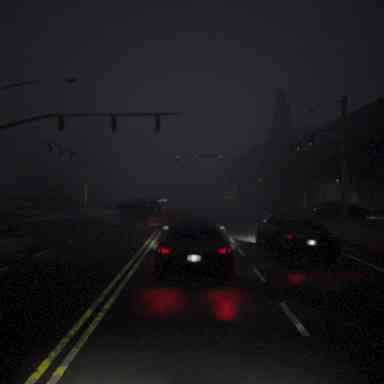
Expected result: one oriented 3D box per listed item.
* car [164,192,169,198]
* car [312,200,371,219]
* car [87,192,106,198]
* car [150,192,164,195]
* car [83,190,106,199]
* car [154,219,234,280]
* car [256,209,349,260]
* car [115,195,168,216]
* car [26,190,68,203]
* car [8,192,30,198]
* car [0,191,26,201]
[{"bbox_3d":[-6.461,0.801,76.819,2.128,1.511,4.902,0,1,2],"label":"car"},{"bbox_3d":[11.462,1.322,25.644,4.181,1.385,1.994,0,0,-2],"label":"car"},{"bbox_3d":[-21.411,0.692,74.828,3.806,1.475,1.970,0,1,0],"label":"car"},{"bbox_3d":[-6.905,0.901,61.296,1.882,1.535,5.008,0,1,2],"label":"car"},{"bbox_3d":[-21.424,0.480,71.931,3.866,1.878,1.905,0,1,0],"label":"car"},{"bbox_3d":[0.061,1.472,9.676,1.994,1.385,4.181,0,1,0],"label":"car"},{"bbox_3d":[3.568,1.451,11.886,1.994,1.385,4.181,0,1,0],"label":"car"},{"bbox_3d":[-4.701,1.222,28.622,4.902,1.511,2.128,1,0,44],"label":"car"},{"bbox_3d":[-21.460,0.689,49.414,4.605,1.855,1.932,0,1,0],"label":"car"},{"bbox_3d":[-38.878,0.661,74.823,3.905,1.438,1.784,0,1,0],"label":"car"},{"bbox_3d":[-38.944,0.477,71.925,4.605,1.855,1.932,0,1,0],"label":"car"}]
